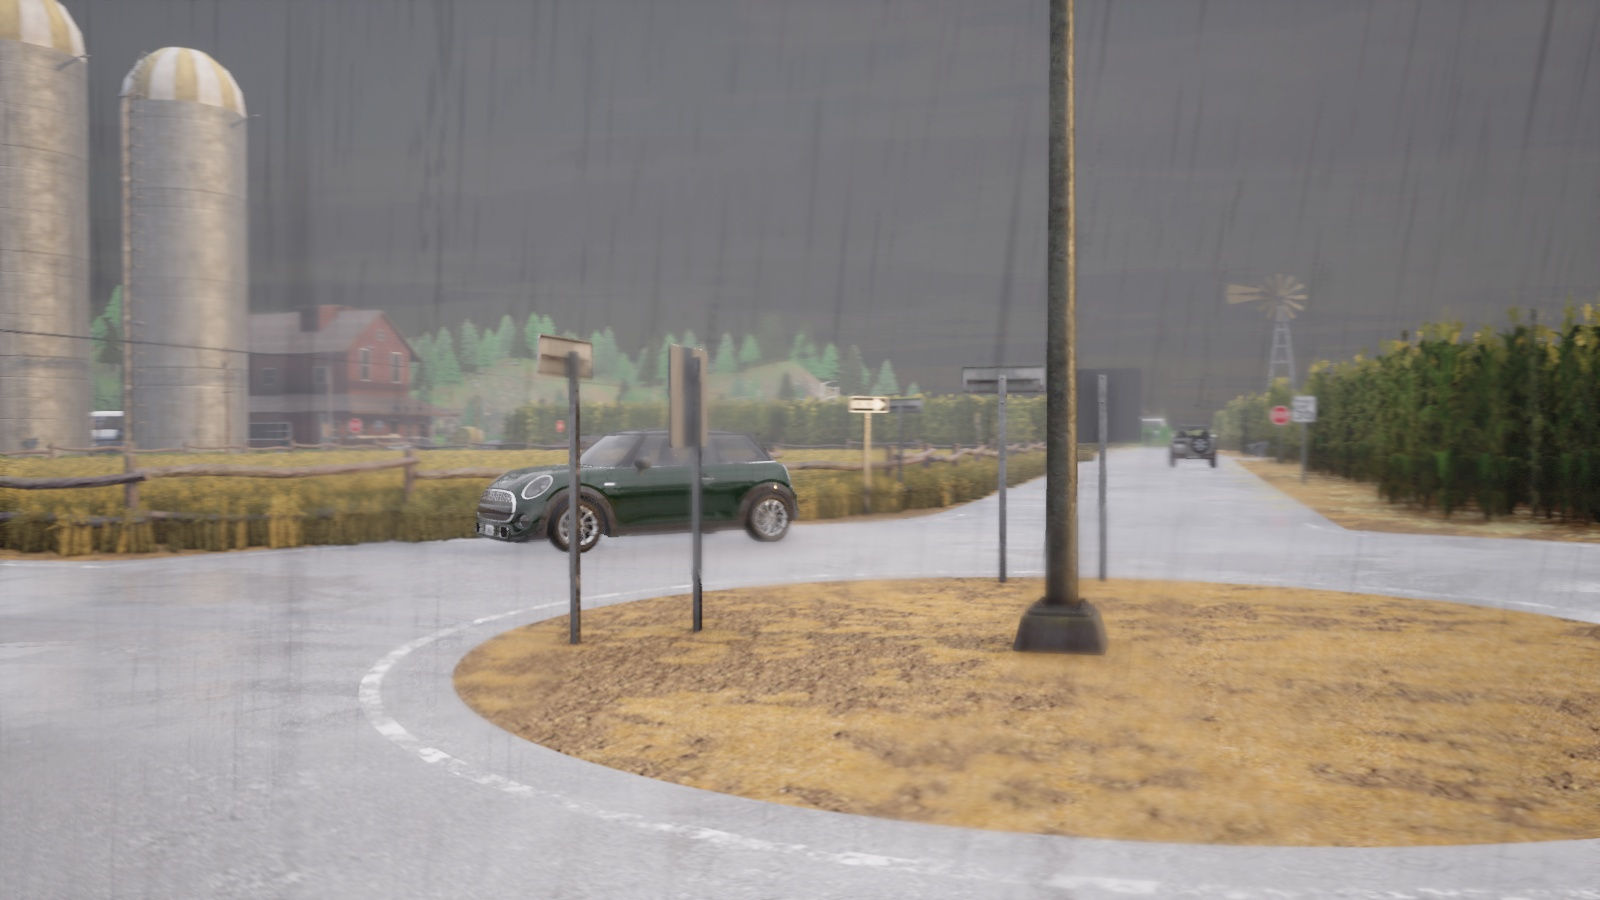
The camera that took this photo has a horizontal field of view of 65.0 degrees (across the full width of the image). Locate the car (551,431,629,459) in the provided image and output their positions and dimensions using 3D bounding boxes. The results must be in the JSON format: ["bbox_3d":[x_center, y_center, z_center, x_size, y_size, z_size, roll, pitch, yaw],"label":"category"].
[{"bbox_3d":[-13.626,-0.344,81.442,4.553,1.767,2.097,0,1,17],"label":"car"}]

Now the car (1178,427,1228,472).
[{"bbox_3d":[17.256,-0.067,53.815,1.932,1.855,4.605,0,1,17],"label":"car"}]

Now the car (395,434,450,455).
[{"bbox_3d":[-26.920,-0.399,89.585,1.970,1.475,3.806,0,1,17],"label":"car"}]

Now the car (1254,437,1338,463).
[{"bbox_3d":[27.365,-0.021,69.280,4.181,1.385,1.994,1,1,26],"label":"car"}]

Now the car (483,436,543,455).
[{"bbox_3d":[-21.631,-0.355,94.958,2.033,1.411,5.357,0,1,17],"label":"car"}]

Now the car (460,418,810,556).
[{"bbox_3d":[-2.346,0.460,18.203,4.553,1.767,2.097,0,1,-33],"label":"car"}]
